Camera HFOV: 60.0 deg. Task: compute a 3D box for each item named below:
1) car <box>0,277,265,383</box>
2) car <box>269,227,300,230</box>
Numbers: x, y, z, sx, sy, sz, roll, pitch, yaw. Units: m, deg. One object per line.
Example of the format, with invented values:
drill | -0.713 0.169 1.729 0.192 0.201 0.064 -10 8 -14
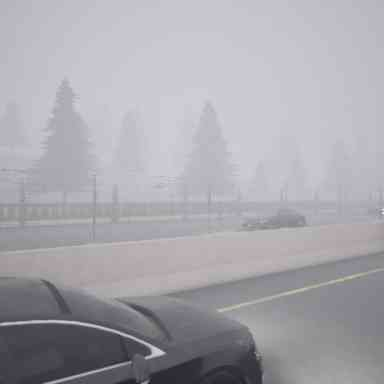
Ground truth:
car | -1.505 1.507 2.674 4.892 1.490 1.837 1 0 -36
car | 5.229 1.699 20.632 4.674 1.442 1.812 1 -1 -36
